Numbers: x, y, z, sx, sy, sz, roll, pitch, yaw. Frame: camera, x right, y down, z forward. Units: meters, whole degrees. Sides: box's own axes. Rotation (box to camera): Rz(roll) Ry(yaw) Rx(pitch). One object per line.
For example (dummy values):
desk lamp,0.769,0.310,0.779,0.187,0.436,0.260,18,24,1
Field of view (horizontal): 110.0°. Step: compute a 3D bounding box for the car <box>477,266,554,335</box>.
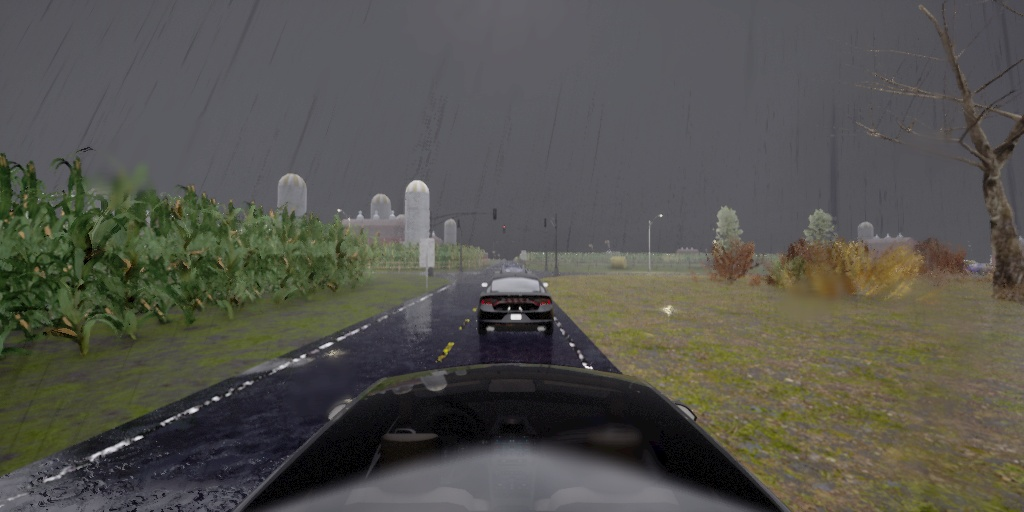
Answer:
car,0.089,1.228,10.561,1.882,1.535,5.008,0,0,0
